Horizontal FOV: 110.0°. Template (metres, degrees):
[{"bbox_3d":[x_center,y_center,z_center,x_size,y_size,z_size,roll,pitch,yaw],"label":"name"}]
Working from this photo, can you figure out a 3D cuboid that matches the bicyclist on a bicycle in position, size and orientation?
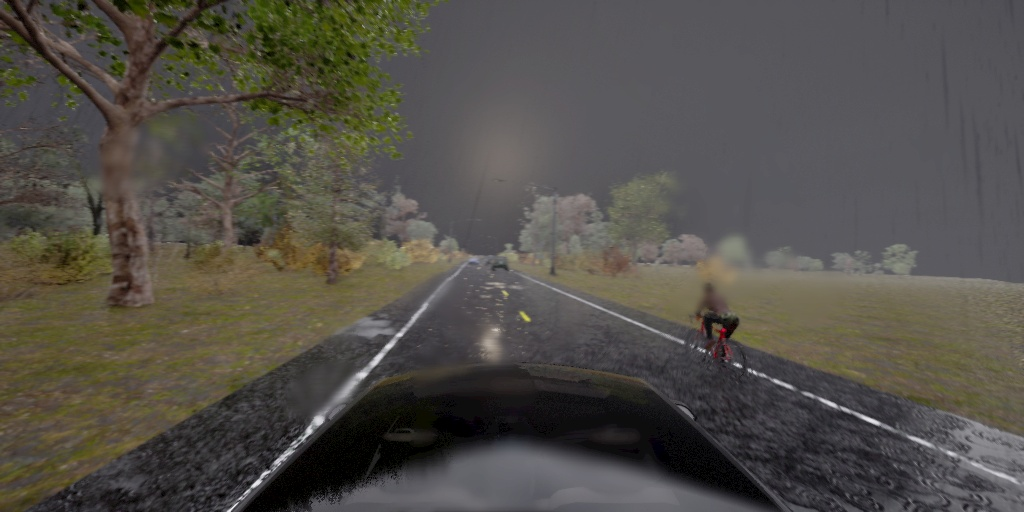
[{"bbox_3d":[3.760,1.348,6.703,0.582,1.620,1.656,2,0,-6],"label":"bicyclist on a bicycle"}]

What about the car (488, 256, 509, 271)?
[{"bbox_3d":[-1.710,1.003,49.528,2.150,2.045,5.566,2,0,-6],"label":"car"}]
